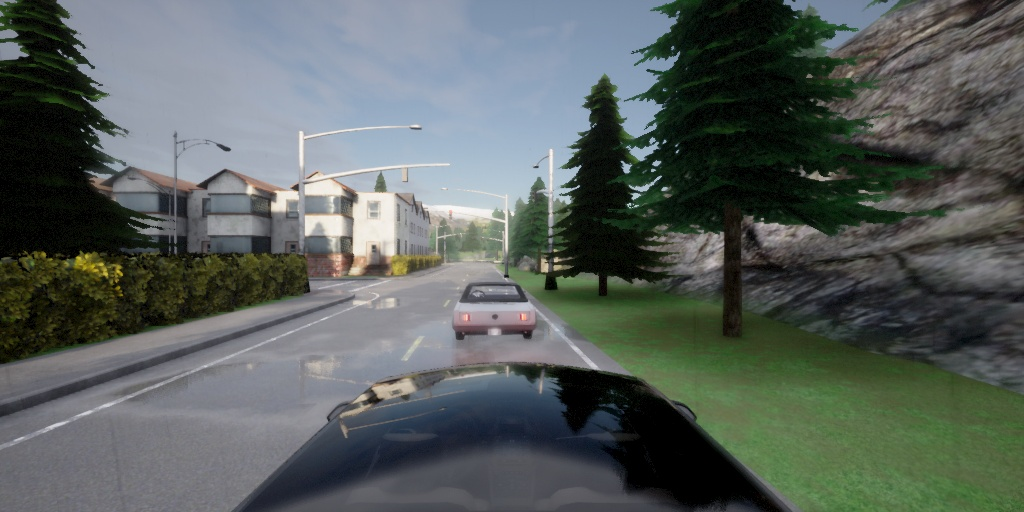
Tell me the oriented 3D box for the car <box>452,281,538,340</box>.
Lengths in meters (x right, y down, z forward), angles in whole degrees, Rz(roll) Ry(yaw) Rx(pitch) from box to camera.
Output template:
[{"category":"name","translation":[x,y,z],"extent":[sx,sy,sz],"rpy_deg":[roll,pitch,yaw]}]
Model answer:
[{"category":"car","translation":[-0.526,1.351,9.954],"extent":[1.895,1.301,4.718],"rpy_deg":[0,0,-4]}]
